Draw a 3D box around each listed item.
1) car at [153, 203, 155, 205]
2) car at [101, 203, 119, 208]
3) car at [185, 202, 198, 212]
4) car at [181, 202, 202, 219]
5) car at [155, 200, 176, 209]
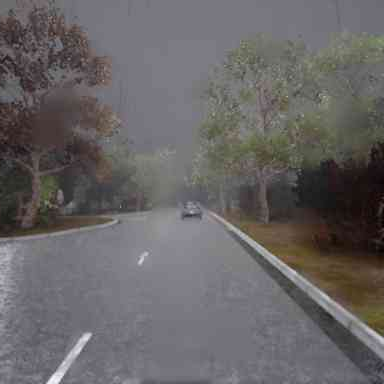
[{"bbox_3d":[-6.355,2.739,74.388,5.566,2.045,2.150,-2,-3,35],"label":"car"},{"bbox_3d":[-18.794,3.177,76.998,4.181,1.385,1.994,0,-3,-3],"label":"car"},{"bbox_3d":[-0.108,2.269,51.352,1.837,1.490,4.892,0,-2,0],"label":"car"},{"bbox_3d":[-0.032,1.857,32.618,1.994,1.385,4.181,0,-1,0],"label":"car"},{"bbox_3d":[-5.118,2.850,68.328,1.895,1.301,4.718,2,-3,-33],"label":"car"}]
